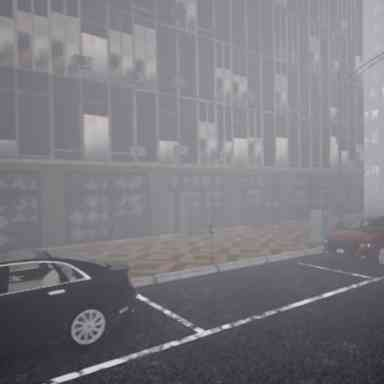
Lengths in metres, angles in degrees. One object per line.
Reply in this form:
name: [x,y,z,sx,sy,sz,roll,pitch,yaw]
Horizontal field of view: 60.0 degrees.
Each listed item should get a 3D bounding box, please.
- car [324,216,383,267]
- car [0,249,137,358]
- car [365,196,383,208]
car: [6.239,1.497,11.182,4.507,1.381,1.887,0,-1,-35]
car: [-2.937,1.550,4.606,4.403,1.369,2.008,0,-1,-35]
car: [20.834,1.118,41.034,1.752,1.417,4.829,-1,1,-35]
